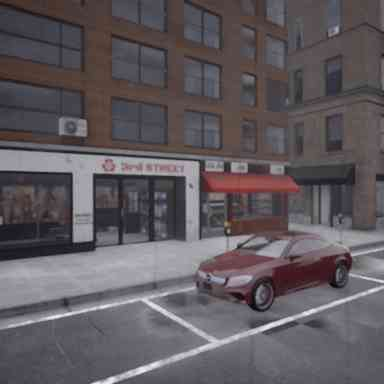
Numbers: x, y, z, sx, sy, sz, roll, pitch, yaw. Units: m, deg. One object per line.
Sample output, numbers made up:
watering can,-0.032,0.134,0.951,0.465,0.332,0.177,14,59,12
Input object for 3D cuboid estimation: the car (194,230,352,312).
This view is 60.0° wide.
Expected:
car,2.011,1.570,7.598,4.206,1.307,1.802,0,0,-35
